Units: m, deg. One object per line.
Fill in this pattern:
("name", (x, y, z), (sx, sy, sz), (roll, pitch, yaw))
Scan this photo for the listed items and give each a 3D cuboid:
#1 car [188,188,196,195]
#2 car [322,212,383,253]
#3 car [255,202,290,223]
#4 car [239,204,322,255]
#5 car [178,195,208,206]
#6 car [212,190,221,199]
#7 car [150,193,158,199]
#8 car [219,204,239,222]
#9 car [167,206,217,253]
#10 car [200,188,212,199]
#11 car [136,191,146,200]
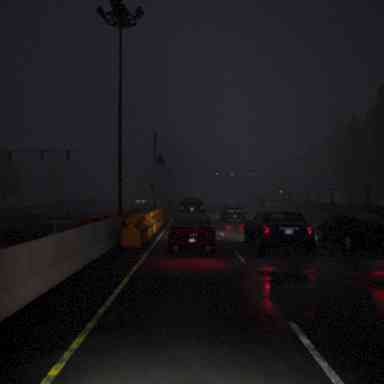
("car", (0.077, 0.817, 92.787), (2.097, 1.767, 4.553), (0, 6, 0))
("car", (7.003, 1.644, 14.341), (1.837, 1.490, 4.892), (0, 0, 0))
("car", (7.005, 1.758, 29.515), (1.882, 1.535, 5.008), (0, 0, 0))
("car", (3.502, 1.485, 14.124), (2.097, 1.767, 4.553), (0, -1, 0))
("car", (0.000, 1.492, 29.060), (2.150, 2.045, 5.566), (0, 0, 0))
("car", (7.077, 1.009, 92.799), (1.994, 1.385, 4.181), (0, 6, 0))
("car", (-10.431, 1.101, 91.351), (1.882, 1.535, 5.008), (0, 5, 0))
("car", (3.503, 1.771, 29.345), (2.128, 1.511, 4.902), (0, 0, 0))
("car", (0.004, 1.616, 14.523), (1.882, 1.535, 5.008), (0, 0, 0))
("car", (3.575, 0.719, 92.400), (2.150, 2.045, 5.566), (0, 6, 0))
("car", (-13.931, 0.852, 91.318), (2.150, 2.045, 5.566), (0, 5, 0))
